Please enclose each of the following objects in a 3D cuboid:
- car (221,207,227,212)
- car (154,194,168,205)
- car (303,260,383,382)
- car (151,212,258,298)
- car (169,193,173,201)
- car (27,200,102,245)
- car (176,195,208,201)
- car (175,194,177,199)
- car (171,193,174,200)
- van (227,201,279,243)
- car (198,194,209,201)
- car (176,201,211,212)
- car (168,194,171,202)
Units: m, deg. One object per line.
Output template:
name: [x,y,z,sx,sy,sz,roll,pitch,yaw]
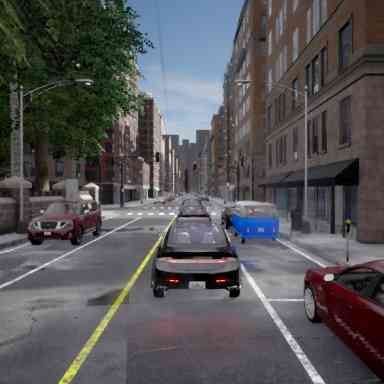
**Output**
car: [2.849,1.557,21.272,1.947,1.339,4.313,0,0,0]
car: [-5.686,1.479,59.088,1.752,1.417,4.829,0,0,0]
car: [2.853,1.544,4.291,1.887,1.381,4.507,0,0,0]
car: [0.098,1.490,8.513,2.128,1.511,4.902,0,0,0]
car: [-5.689,1.492,70.160,1.887,1.381,4.507,0,0,0]
car: [-5.674,1.310,15.570,2.192,1.841,5.009,0,0,0]
car: [-0.009,1.338,27.629,2.097,1.767,4.553,0,0,0]
car: [-5.694,1.495,86.512,2.008,1.369,4.403,0,0,0]
car: [-5.691,1.490,75.611,1.887,1.381,4.507,0,0,0]
van: [2.850,1.336,15.612,1.690,1.788,3.998,0,0,0]
car: [2.833,1.386,75.649,1.967,1.590,4.097,0,0,0]
car: [0.093,1.485,18.452,2.128,1.511,4.902,0,0,0]
car: [-5.688,1.501,64.709,2.008,1.369,4.403,0,0,0]
